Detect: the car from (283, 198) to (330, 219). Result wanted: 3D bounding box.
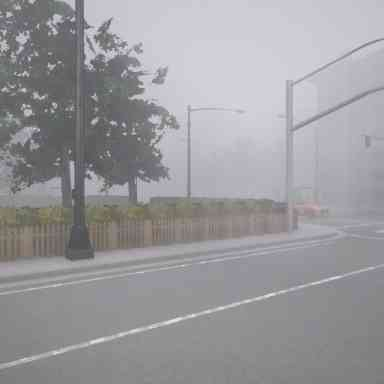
[{"bbox_3d":[9.860,1.354,29.549,2.097,1.767,4.553,0,0,-35],"label":"car"}]
